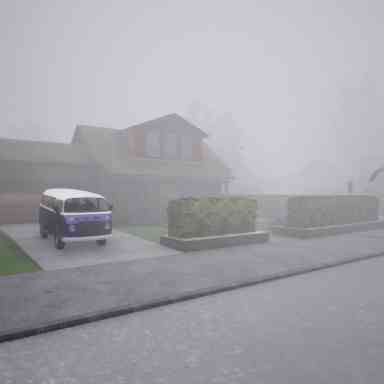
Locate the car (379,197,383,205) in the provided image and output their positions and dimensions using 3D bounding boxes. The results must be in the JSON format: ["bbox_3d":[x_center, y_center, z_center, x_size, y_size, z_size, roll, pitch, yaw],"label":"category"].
[{"bbox_3d":[24.676,0.985,41.440,3.866,1.878,1.905,0,0,0],"label":"car"}]
